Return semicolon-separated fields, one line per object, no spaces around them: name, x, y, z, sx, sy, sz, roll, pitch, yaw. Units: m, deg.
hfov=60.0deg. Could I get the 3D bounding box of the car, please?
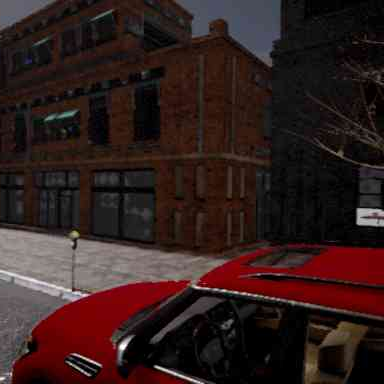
car;0.836;1.315;2.255;5.009;1.841;2.192;0;1;36
